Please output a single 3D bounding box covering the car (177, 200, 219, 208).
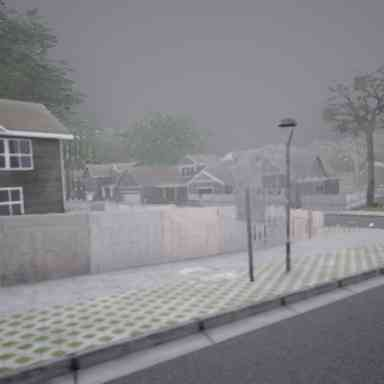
[{"bbox_3d":[0.706,1.539,29.943,4.892,1.490,1.837,1,4,39],"label":"car"}]
